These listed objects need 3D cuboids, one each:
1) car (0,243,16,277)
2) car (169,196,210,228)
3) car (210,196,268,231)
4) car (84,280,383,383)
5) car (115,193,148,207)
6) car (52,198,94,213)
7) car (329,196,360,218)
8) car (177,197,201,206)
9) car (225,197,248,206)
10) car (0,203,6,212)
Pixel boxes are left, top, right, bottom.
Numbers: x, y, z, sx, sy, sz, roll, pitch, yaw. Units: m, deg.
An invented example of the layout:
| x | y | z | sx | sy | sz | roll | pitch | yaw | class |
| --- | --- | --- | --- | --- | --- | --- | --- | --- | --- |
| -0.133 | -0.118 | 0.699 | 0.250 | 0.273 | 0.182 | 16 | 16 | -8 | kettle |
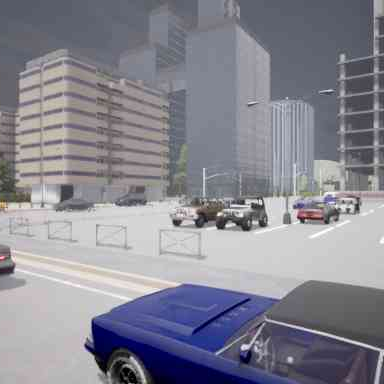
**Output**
| x | y | z | sx | sy | sz | roll | pitch | yaw | class |
| --- | --- | --- | --- | --- | --- | --- | --- | --- | --- |
| -6.743 | 1.547 | 8.721 | 5.357 | 1.411 | 2.033 | 0 | 0 | 35 | car |
| 0.626 | 1.153 | 20.959 | 1.932 | 1.855 | 4.605 | 0 | 0 | 34 | car |
| 2.993 | 1.156 | 19.293 | 1.905 | 1.878 | 3.866 | 0 | 0 | 34 | car |
| 1.109 | 1.601 | 3.199 | 4.718 | 1.301 | 1.895 | 0 | 0 | 35 | car |
| -9.166 | 1.221 | 50.588 | 2.150 | 2.045 | 5.566 | 0 | 0 | 34 | car |
| -13.472 | 1.504 | 37.904 | 1.837 | 1.490 | 4.892 | 0 | 0 | 34 | car |
| 15.019 | 1.395 | 32.246 | 1.970 | 1.475 | 3.806 | 0 | 0 | 34 | car |
| -0.438 | 1.525 | 57.208 | 1.812 | 1.442 | 4.674 | 0 | 0 | 34 | car |
| 7.542 | 1.601 | 56.294 | 1.895 | 1.301 | 4.718 | 0 | 0 | 34 | car |
| -21.137 | 1.478 | 32.766 | 1.882 | 1.535 | 5.008 | 0 | 0 | 34 | car |
